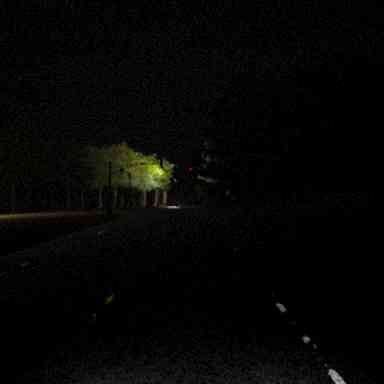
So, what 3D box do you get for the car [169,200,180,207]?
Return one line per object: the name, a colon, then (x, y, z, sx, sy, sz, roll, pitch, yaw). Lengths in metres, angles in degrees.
car: (-4.293, 2.622, 77.131, 2.128, 1.511, 4.902, 0, -1, -1)
